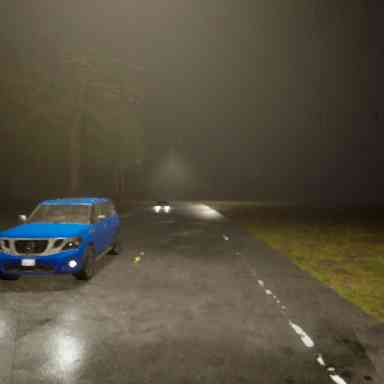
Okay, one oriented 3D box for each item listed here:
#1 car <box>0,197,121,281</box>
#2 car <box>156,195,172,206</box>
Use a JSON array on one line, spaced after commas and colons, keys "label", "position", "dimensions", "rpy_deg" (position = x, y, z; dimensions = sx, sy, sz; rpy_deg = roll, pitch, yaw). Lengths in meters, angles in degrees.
[{"label": "car", "position": [-3.657, 1.206, 10.143], "dimensions": [2.150, 2.045, 5.566], "rpy_deg": [0, 0, 0]}, {"label": "car", "position": [-4.616, 1.517, 52.507], "dimensions": [1.895, 1.301, 4.718], "rpy_deg": [0, 0, -2]}]
